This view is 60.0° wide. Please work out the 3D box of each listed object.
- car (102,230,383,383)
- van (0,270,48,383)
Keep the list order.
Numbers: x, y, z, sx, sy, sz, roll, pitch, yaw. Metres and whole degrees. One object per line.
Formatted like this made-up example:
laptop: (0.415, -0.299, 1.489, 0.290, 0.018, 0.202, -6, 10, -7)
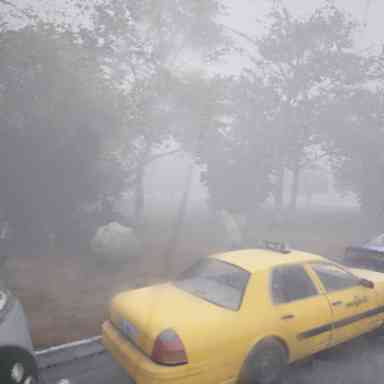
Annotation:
car: (1.442, 1.523, 5.076, 5.366, 1.575, 1.946, 1, -1, -33)
van: (-3.148, 1.236, 1.807, 4.442, 1.987, 1.878, 1, -1, -33)
